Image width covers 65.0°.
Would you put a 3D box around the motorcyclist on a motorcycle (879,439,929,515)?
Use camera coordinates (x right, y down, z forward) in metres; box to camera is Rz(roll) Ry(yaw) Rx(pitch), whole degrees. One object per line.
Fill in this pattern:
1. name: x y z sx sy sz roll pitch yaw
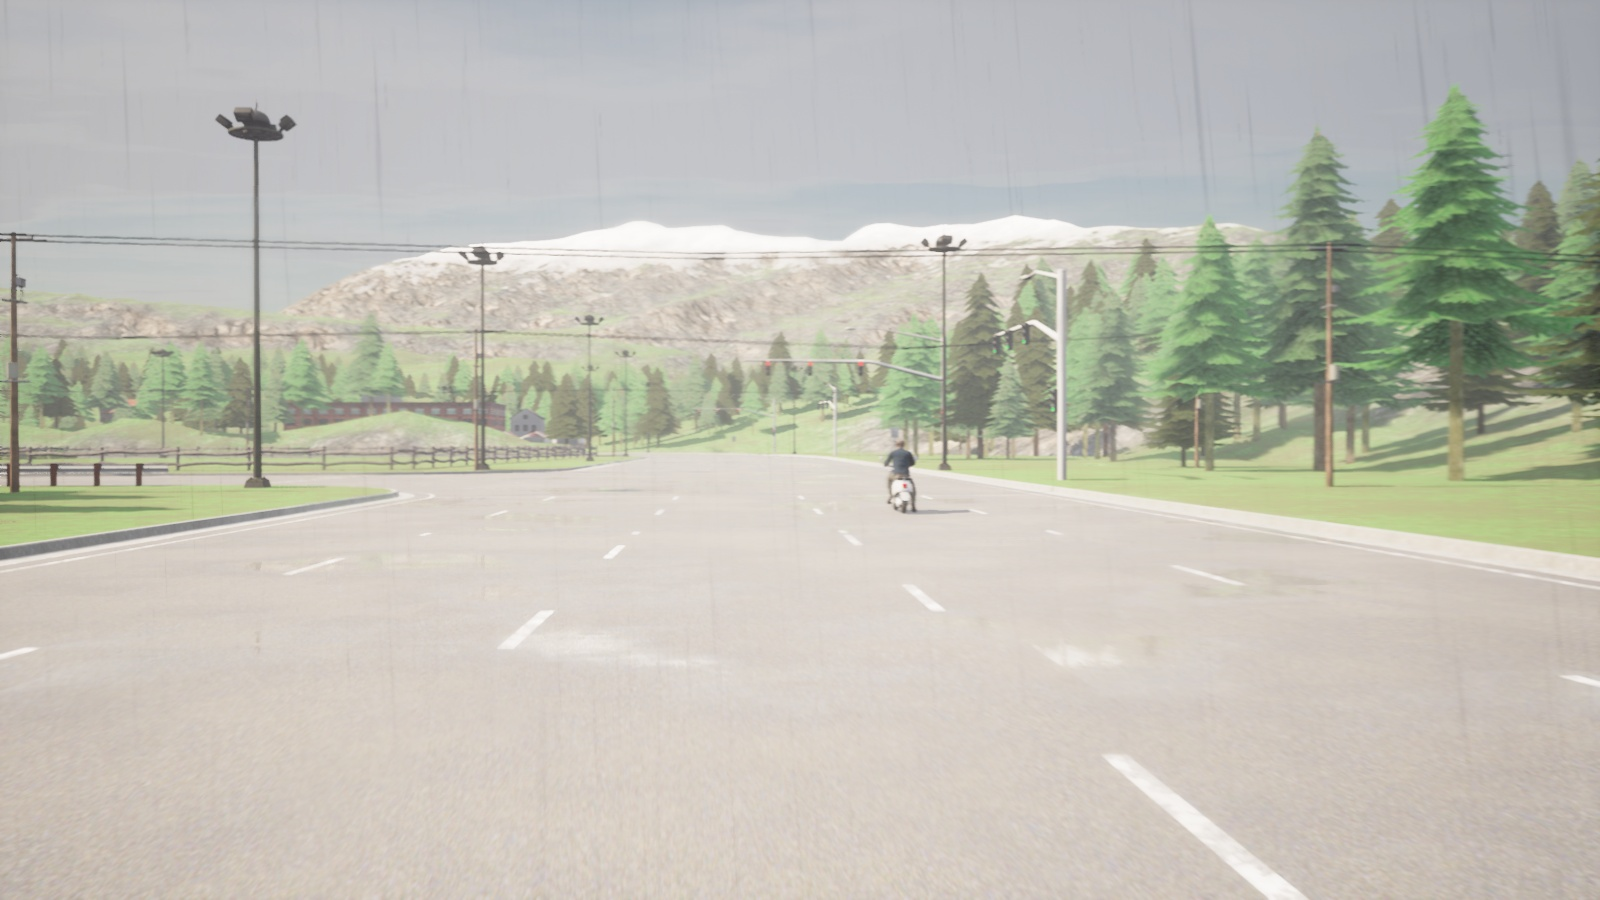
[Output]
1. motorcyclist on a motorcycle: 2.238 0.563 27.247 0.866 1.590 1.817 0 0 -3
